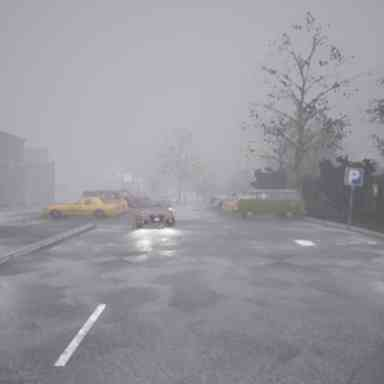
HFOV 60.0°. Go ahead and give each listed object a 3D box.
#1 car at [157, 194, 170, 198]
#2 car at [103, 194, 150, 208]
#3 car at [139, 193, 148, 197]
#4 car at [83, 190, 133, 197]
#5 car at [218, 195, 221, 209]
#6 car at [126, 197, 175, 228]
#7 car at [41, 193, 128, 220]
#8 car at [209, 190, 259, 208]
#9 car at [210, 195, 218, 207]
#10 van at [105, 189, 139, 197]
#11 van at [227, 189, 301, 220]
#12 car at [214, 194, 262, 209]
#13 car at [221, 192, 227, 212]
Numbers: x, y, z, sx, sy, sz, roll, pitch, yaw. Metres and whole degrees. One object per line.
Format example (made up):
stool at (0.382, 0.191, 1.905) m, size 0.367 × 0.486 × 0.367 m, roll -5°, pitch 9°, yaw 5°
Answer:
car at (-3.480, 1.072, 40.589) m, size 1.837 × 1.490 × 4.892 m, roll 0°, pitch -1°, yaw 0°
car at (-7.374, 1.018, 37.940) m, size 5.008 × 1.535 × 2.097 m, roll 0°, pitch 0°, yaw -1°
car at (-7.322, 0.753, 35.024) m, size 5.566 × 2.045 × 2.435 m, roll 0°, pitch 0°, yaw 0°
car at (-7.267, 0.898, 25.795) m, size 4.553 × 1.767 × 2.185 m, roll 0°, pitch 0°, yaw 0°
car at (5.146, 1.011, 27.746) m, size 5.366 × 1.575 × 1.946 m, roll 0°, pitch 0°, yaw 0°
car at (-2.354, 1.173, 18.749) m, size 1.994 × 1.385 × 4.181 m, roll 0°, pitch 1°, yaw -17°
car at (-7.469, 1.044, 22.877) m, size 5.366 × 1.575 × 1.946 m, roll 0°, pitch 0°, yaw 0°
car at (4.853, 0.771, 38.924) m, size 5.566 × 2.045 × 2.435 m, roll 0°, pitch 0°, yaw -1°
car at (4.904, 0.750, 33.461) m, size 5.566 × 2.045 × 2.435 m, roll 0°, pitch 0°, yaw -1°
van at (-7.197, 0.785, 28.832) m, size 4.442 × 1.987 × 1.878 m, roll 0°, pitch 0°, yaw 0°
van at (4.870, 0.827, 22.287) m, size 4.442 × 1.987 × 1.878 m, roll 0°, pitch 0°, yaw 0°
car at (4.900, 1.011, 36.254) m, size 4.892 × 1.521 × 2.231 m, roll 0°, pitch 0°, yaw -1°
car at (5.159, 1.026, 25.084) m, size 5.366 × 1.575 × 1.946 m, roll 0°, pitch 0°, yaw 0°
